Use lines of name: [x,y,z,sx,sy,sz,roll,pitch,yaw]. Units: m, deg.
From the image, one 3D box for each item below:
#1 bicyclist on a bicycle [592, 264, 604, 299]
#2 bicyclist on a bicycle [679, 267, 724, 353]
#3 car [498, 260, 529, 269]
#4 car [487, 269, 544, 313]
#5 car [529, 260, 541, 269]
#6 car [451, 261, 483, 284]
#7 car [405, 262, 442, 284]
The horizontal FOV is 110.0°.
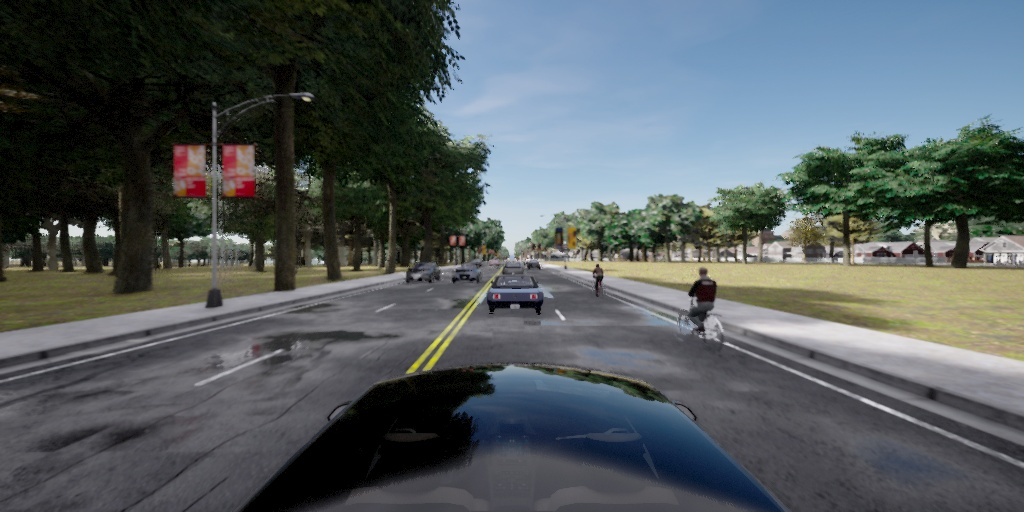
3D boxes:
bicyclist on a bicycle: [4.149,1.203,17.225,0.582,1.620,1.656,0,0,0]
bicyclist on a bicycle: [4.146,1.119,7.982,0.659,1.776,1.843,0,0,0]
car: [0.112,1.248,31.845,2.128,1.511,4.902,0,0,0]
car: [0.105,1.350,13.872,1.895,1.301,4.718,0,0,0]
car: [3.369,1.311,56.334,1.812,1.442,4.674,0,0,0]
car: [-3.336,1.318,27.211,1.994,1.385,4.181,0,0,0]
car: [-6.588,1.246,27.047,2.128,1.511,4.902,0,0,0]
